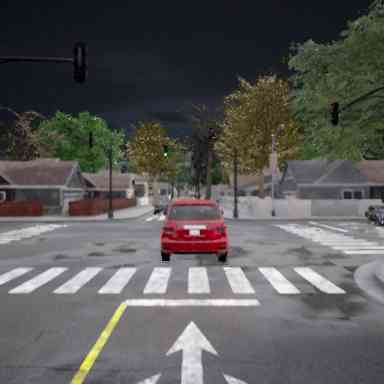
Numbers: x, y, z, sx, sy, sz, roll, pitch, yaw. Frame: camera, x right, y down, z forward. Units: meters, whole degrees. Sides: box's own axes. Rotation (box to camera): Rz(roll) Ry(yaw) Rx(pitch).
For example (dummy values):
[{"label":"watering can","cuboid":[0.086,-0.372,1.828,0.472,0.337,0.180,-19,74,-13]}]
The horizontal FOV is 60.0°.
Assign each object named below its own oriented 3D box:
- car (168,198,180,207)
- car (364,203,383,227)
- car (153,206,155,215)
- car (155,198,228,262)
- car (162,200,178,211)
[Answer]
[{"label":"car","cuboid":[-3.065,1.787,56.319,1.812,1.442,4.674,0,0,0]},{"label":"car","cuboid":[13.382,1.343,20.556,4.553,1.767,2.097,0,0,0]},{"label":"car","cuboid":[-3.051,1.708,36.181,2.033,1.411,5.357,0,0,0]},{"label":"car","cuboid":[0.058,1.268,12.491,2.150,2.045,5.566,0,0,0]},{"label":"car","cuboid":[-3.038,1.773,46.069,1.994,1.385,4.181,0,0,0]}]
